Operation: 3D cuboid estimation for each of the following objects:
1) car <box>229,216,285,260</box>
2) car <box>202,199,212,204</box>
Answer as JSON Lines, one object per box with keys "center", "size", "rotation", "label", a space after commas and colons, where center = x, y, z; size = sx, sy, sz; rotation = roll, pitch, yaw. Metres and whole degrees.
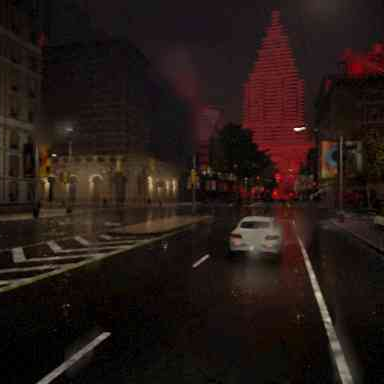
{"center": [2.644, 1.664, 13.180], "size": [1.812, 1.442, 4.674], "rotation": [0, 0, 16], "label": "car"}
{"center": [3.794, 2.375, 84.872], "size": [1.895, 1.301, 4.718], "rotation": [0, -1, 16], "label": "car"}
